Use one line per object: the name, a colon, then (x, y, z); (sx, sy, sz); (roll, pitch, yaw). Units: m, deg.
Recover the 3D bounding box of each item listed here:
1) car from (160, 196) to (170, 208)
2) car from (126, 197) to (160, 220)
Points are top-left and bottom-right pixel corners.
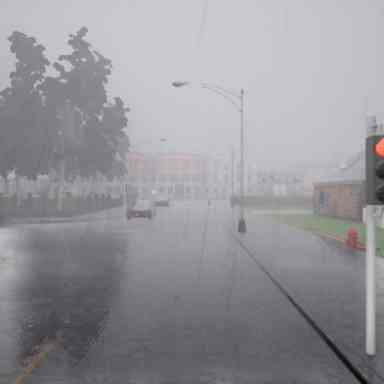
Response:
car: (-3.921, 1.318, 43.927); (1.882, 1.535, 5.008); (0, 0, 0)
car: (-3.995, 1.380, 26.909); (1.882, 1.535, 5.008); (0, 0, 0)
